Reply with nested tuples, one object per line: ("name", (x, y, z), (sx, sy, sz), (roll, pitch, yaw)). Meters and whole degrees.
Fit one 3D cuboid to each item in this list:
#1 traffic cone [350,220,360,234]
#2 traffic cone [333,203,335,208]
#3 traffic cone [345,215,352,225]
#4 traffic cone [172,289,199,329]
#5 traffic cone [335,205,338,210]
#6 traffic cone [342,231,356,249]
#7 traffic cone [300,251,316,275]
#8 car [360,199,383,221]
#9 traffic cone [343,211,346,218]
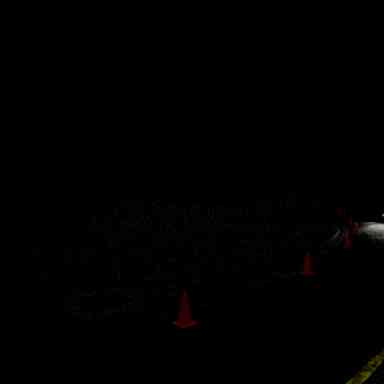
("traffic cone", (8.276, 1.824, 16.776), (0.340, 0.580, 0.340), (0, 0, 26))
("traffic cone", (15.308, 1.622, 35.193), (0.340, 0.580, 0.340), (0, 1, 20))
("traffic cone", (10.100, 1.780, 21.125), (0.340, 0.580, 0.340), (0, 0, 20))
("traffic cone", (-0.114, 1.958, 5.699), (0.340, 0.580, 0.340), (-1, 0, -42))
("traffic cone", (13.573, 1.683, 30.503), (0.340, 0.580, 0.340), (0, 1, 20))
("traffic cone", (5.954, 1.866, 12.739), (0.340, 0.580, 0.340), (0, 0, 34))
("traffic cone", (3.142, 1.910, 9.028), (0.340, 0.580, 0.340), (0, 0, 41))
("car", (13.755, 1.267, 24.666), (2.128, 1.511, 4.902), (0, 1, 20))
("traffic cone", (11.836, 1.733, 25.814), (0.340, 0.580, 0.340), (0, 0, 20))
